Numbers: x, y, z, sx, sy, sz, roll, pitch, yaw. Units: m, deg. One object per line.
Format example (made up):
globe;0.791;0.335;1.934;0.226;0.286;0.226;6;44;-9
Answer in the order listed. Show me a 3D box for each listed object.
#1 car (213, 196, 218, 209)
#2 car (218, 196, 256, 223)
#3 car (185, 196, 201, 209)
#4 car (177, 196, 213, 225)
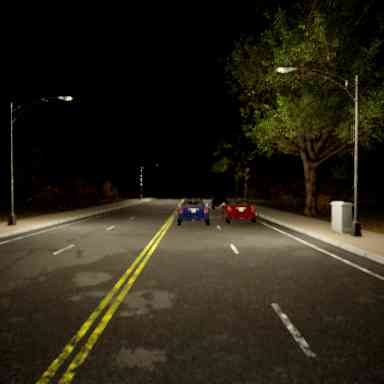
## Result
car;3.309;1.305;40.735;1.837;1.490;4.892;0;0;0
car;3.346;1.236;24.669;2.097;1.767;4.553;0;0;0
car;0.056;1.273;41.670;1.882;1.535;5.008;0;0;0
car;0.097;1.242;23.258;2.097;1.767;4.553;0;0;0
